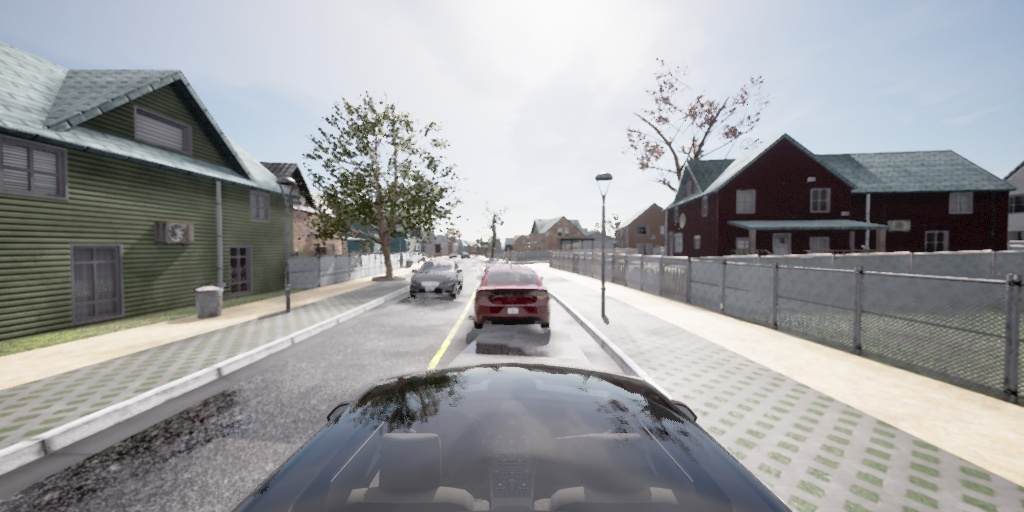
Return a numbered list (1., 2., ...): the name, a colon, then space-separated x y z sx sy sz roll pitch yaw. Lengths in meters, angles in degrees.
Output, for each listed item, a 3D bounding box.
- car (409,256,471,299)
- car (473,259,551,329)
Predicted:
1. car: -3.186 0.921 15.825 2.128 1.511 4.902 0 1 -3
2. car: -0.043 1.020 10.475 1.882 1.535 5.008 0 1 -2
